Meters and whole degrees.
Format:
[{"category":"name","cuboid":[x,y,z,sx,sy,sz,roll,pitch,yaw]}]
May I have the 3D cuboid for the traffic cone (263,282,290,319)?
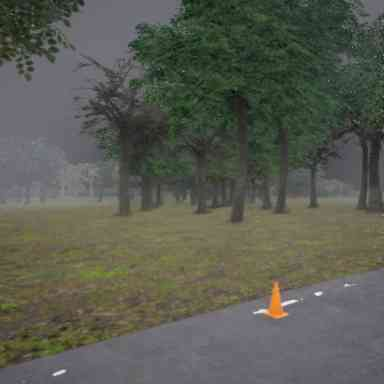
[{"category":"traffic cone","cuboid":[1.549,1.950,6.111,0.340,0.580,0.340,0,0,-35]}]
